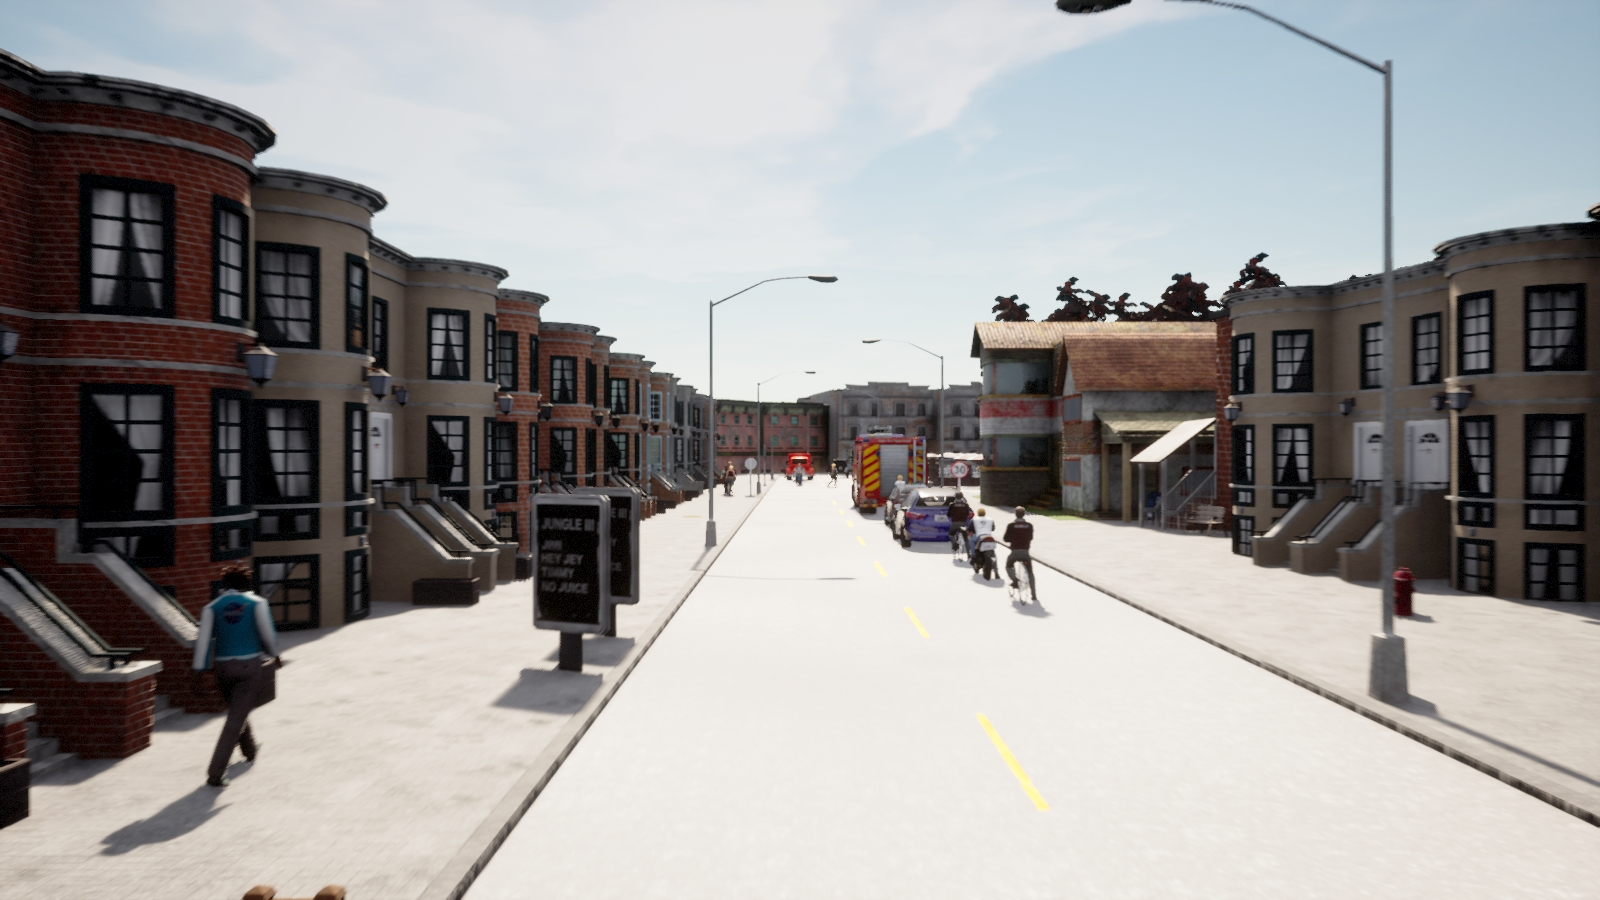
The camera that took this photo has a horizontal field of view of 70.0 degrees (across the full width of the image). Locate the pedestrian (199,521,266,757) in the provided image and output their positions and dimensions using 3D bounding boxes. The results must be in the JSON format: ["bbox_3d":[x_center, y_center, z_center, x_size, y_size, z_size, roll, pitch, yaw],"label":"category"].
[{"bbox_3d":[-4.632,1.525,9.340,0.375,1.860,0.375,0,0,-5],"label":"pedestrian"}]

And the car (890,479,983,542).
[{"bbox_3d":[3.989,1.747,34.215,2.242,1.667,4.611,0,0,0],"label":"car"}]

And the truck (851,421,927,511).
[{"bbox_3d":[3.977,0.671,52.885,2.891,3.827,8.468,0,0,0],"label":"truck"}]

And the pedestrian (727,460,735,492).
[{"bbox_3d":[-4.070,1.523,67.108,0.375,1.860,0.375,0,0,12],"label":"pedestrian"}]

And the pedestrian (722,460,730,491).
[{"bbox_3d":[-4.436,1.524,68.552,0.375,1.860,0.375,0,0,12],"label":"pedestrian"}]

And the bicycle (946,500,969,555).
[{"bbox_3d":[3.983,1.940,28.963,0.329,1.271,1.835,0,0,0],"label":"bicycle"}]

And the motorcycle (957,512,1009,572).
[{"bbox_3d":[3.991,1.993,25.051,0.803,1.145,2.033,0,0,0],"label":"motorcycle"}]

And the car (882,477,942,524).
[{"bbox_3d":[3.992,1.800,41.226,1.789,1.549,3.705,0,0,0],"label":"car"}]
